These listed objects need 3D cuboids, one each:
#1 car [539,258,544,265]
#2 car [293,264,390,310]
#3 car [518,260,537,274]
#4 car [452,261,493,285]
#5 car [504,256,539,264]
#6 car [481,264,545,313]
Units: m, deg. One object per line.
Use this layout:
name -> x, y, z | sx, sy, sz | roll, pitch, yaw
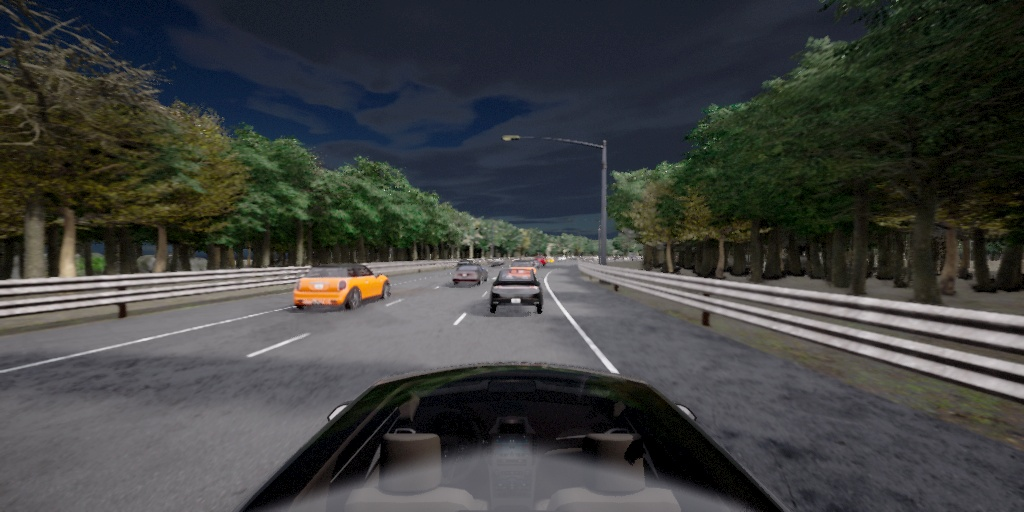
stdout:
car -> 3.471, 1.310, 56.399 | 2.033, 1.411, 5.357 | 0, 0, 7
car -> -6.707, 1.092, 14.712 | 2.097, 1.767, 4.553 | 0, 0, 2
car -> 1.870, 1.239, 41.611 | 1.882, 1.535, 5.008 | 0, 0, 5
car -> -2.884, 1.297, 25.770 | 2.033, 1.411, 5.357 | 0, 0, 4
car -> 0.785, 1.108, 27.184 | 2.097, 1.767, 4.553 | 0, 0, 3
car -> 0.201, 1.245, 14.083 | 2.128, 1.511, 4.902 | 0, 0, 2
